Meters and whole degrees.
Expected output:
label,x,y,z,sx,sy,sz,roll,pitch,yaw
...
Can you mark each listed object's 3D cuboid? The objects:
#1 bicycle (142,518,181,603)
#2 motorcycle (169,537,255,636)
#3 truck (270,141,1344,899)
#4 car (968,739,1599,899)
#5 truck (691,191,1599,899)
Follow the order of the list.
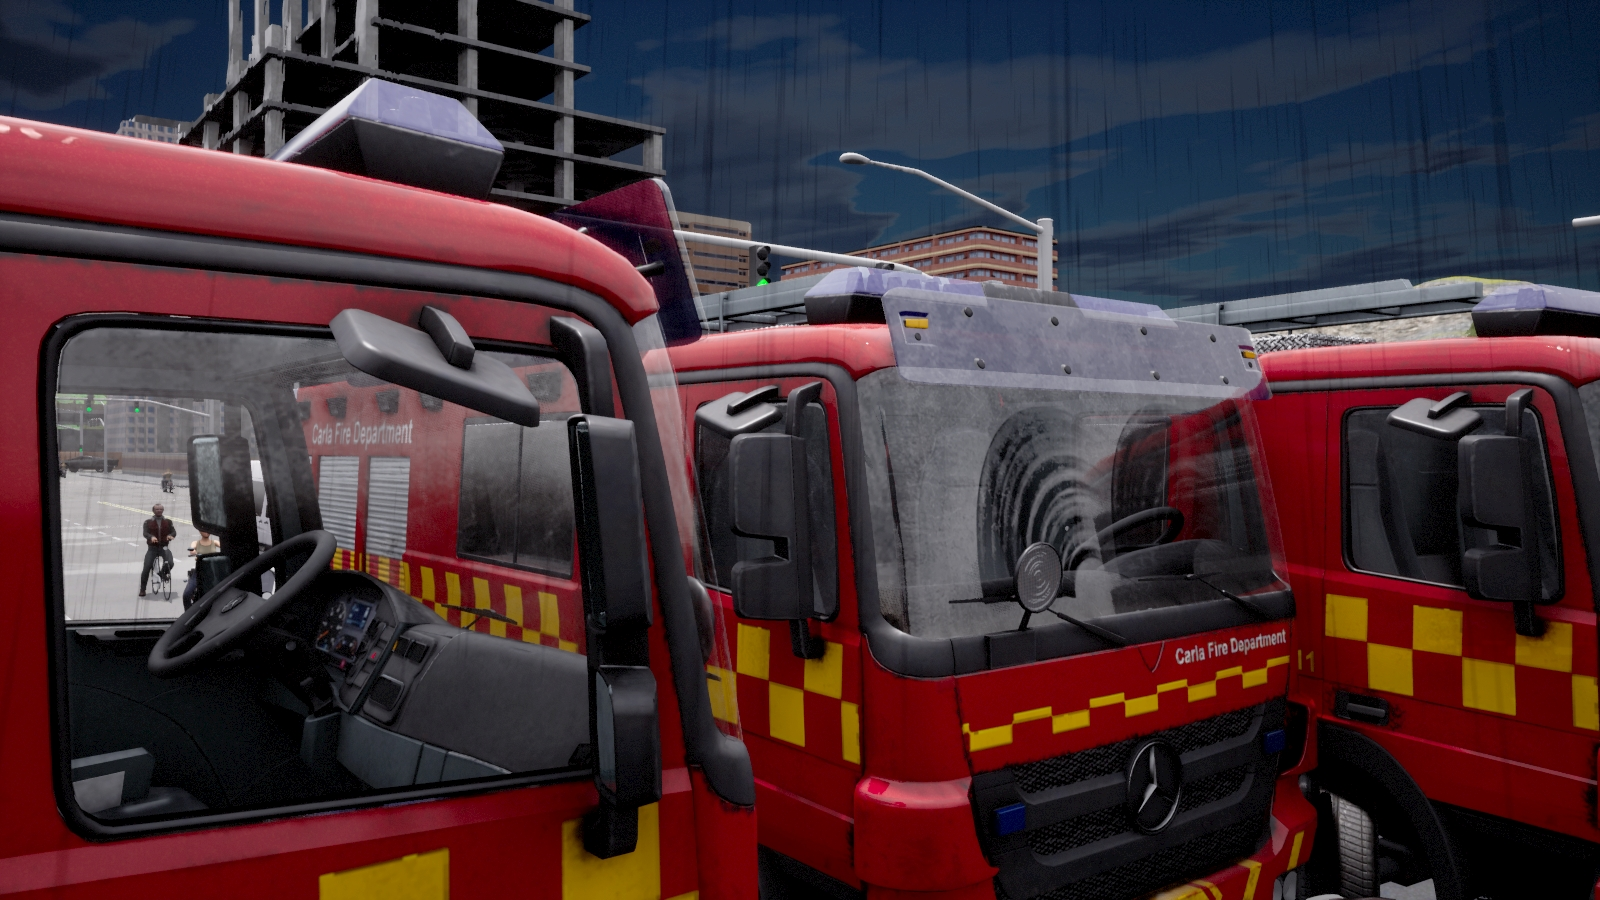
label,x,y,z,sx,sy,sz,roll,pitch,yaw
bicycle,-12.095,2.060,21.614,0.329,1.471,1.835,0,0,-39
motorcycle,-9.533,2.155,18.464,0.764,1.307,2.356,0,0,-39
truck,-1.099,0.890,8.003,2.891,3.827,8.468,0,0,-38
car,2.437,2.065,3.109,1.970,1.475,3.806,0,0,-30
truck,2.348,0.890,8.605,2.891,3.827,8.468,0,0,-31
